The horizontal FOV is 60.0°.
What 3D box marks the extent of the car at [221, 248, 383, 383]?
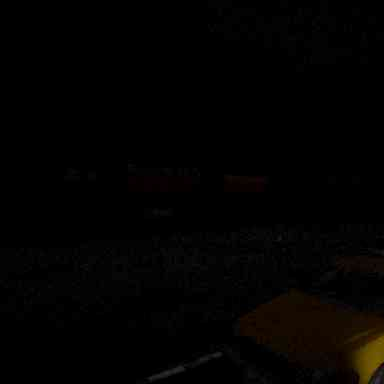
[{"bbox_3d":[2.582,1.524,4.647,4.829,1.417,1.752,0,1,-36],"label":"car"}]
